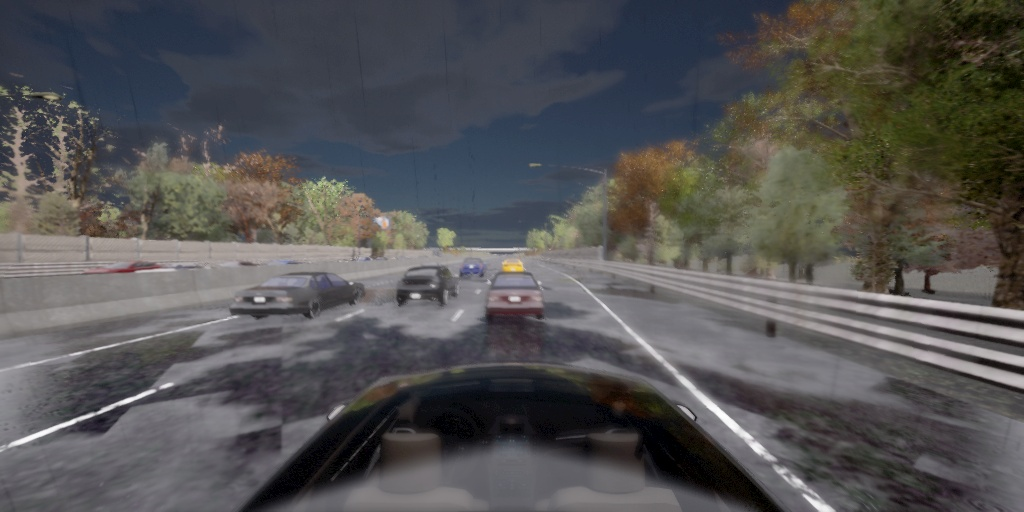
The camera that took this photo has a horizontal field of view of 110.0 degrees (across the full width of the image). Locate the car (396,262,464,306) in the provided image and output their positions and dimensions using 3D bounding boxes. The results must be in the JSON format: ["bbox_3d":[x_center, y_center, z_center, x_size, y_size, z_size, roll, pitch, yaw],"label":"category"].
[{"bbox_3d":[-3.401,1.182,15.188,1.837,1.490,4.892,0,0,0],"label":"car"}]

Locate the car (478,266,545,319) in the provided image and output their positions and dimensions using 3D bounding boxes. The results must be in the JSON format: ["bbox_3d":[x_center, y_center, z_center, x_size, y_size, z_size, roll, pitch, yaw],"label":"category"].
[{"bbox_3d":[0.099,1.239,12.518,2.033,1.411,5.357,0,0,0],"label":"car"}]

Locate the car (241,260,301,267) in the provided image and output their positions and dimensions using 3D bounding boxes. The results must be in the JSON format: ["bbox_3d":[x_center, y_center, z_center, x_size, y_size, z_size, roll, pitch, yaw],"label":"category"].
[{"bbox_3d":[-17.598,1.094,27.289,1.882,1.535,5.008,0,0,0],"label":"car"}]

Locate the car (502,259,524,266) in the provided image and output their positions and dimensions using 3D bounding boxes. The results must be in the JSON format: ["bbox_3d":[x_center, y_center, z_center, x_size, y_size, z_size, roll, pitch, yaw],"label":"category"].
[{"bbox_3d":[0.099,1.063,34.418,1.882,1.535,5.008,0,0,0],"label":"car"}]

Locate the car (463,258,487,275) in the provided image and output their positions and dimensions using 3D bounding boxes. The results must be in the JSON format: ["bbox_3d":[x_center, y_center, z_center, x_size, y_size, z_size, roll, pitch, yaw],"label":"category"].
[{"bbox_3d":[-3.401,0.945,32.610,2.097,1.767,4.553,0,0,0],"label":"car"}]

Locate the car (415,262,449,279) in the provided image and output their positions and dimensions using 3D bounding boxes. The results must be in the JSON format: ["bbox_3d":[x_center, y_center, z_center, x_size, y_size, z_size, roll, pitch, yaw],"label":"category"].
[{"bbox_3d":[-6.902,1.199,31.343,1.895,1.301,4.718,0,0,0],"label":"car"}]

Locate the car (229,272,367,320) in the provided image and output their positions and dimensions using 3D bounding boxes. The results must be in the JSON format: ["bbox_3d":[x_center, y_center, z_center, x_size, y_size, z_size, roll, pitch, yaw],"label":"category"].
[{"bbox_3d":[-6.901,1.240,12.332,2.033,1.411,5.357,0,0,0],"label":"car"}]

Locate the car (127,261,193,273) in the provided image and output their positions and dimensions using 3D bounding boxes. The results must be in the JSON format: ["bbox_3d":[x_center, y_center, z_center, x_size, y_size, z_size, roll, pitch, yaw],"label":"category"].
[{"bbox_3d":[-24.599,1.221,26.330,1.895,1.301,4.718,0,0,0],"label":"car"}]

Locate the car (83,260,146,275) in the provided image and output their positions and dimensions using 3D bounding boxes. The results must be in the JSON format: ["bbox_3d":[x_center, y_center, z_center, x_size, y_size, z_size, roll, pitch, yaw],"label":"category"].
[{"bbox_3d":[-27.790,1.099,26.037,1.882,1.535,5.008,0,0,-2],"label":"car"}]

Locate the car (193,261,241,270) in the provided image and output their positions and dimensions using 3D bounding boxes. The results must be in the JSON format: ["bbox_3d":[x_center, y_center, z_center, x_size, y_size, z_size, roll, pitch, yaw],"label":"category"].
[{"bbox_3d":[-21.087,1.142,27.258,1.812,1.442,4.674,0,0,0],"label":"car"}]
